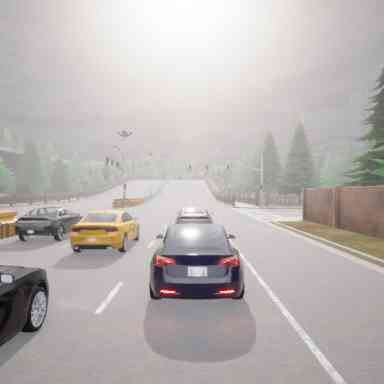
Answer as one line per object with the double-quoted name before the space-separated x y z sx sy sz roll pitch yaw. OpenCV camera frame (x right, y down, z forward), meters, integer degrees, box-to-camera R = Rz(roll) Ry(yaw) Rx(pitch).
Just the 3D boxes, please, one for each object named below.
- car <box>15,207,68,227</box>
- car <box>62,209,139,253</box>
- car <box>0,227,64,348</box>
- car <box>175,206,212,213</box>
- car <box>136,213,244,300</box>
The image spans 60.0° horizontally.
"car" -6.902 1.491 16.646 2.128 1.511 4.902 0 0 0
"car" -3.401 1.478 13.798 1.882 1.535 5.008 0 0 0
"car" -3.399 1.478 3.782 1.882 1.535 5.008 0 0 0
"car" 0.097 1.492 17.534 2.128 1.511 4.902 0 0 0
"car" 0.100 1.504 8.444 2.163 1.488 4.792 0 0 0
